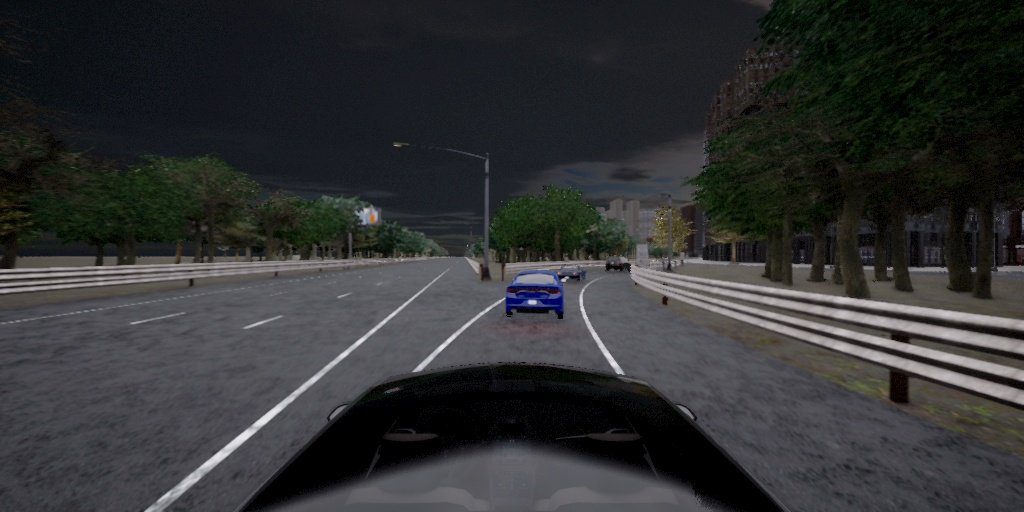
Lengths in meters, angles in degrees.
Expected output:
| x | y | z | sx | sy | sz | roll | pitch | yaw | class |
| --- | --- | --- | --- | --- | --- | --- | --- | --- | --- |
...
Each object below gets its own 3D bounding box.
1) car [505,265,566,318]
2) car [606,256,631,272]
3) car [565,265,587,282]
| x | y | z | sx | sy | sz | roll | pitch | yaw | class |
| --- | --- | --- | --- | --- | --- | --- | --- | --- | --- |
| 0.967 | 1.257 | 13.277 | 1.882 | 1.535 | 5.008 | 0 | 0 | 8 | car |
| 14.432 | 1.073 | 48.384 | 2.150 | 2.045 | 5.566 | 0 | 0 | 34 | car |
| 5.071 | 1.391 | 29.922 | 1.895 | 1.301 | 4.718 | 0 | 0 | 20 | car |
